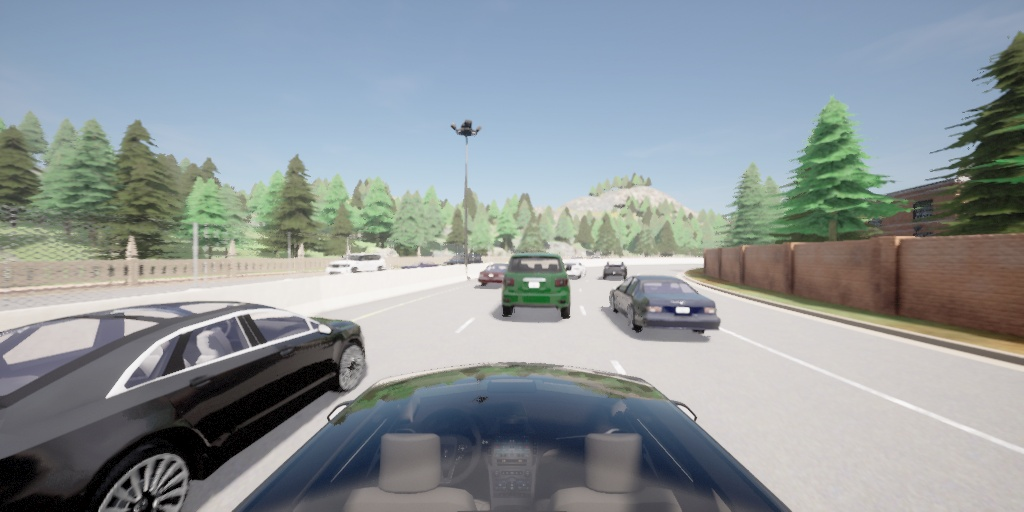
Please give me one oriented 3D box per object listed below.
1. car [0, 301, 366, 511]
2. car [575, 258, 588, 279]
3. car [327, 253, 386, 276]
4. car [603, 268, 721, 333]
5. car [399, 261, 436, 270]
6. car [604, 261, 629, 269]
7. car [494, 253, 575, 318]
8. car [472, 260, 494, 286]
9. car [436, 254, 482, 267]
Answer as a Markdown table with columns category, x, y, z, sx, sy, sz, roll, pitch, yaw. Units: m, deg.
| category | x | y | z | sx | sy | sz | roll | pitch | yaw |
| --- | --- | --- | --- | --- | --- | --- | --- | --- | --- |
| car | -3.250 | 1.217 | 3.743 | 2.128 | 1.511 | 4.902 | 0 | 0 | 1 |
| car | 5.225 | 1.142 | 30.751 | 1.812 | 1.442 | 4.674 | 0 | 0 | 19 |
| car | -13.231 | 0.760 | 30.909 | 2.150 | 2.045 | 5.566 | 0 | 0 | 16 |
| car | 4.187 | 1.267 | 10.683 | 2.033 | 1.411 | 5.357 | 0 | 0 | 7 |
| car | -8.618 | 1.140 | 34.059 | 1.895 | 1.301 | 4.718 | 0 | 0 | 18 |
| car | 8.873 | 1.125 | 30.555 | 2.128 | 1.511 | 4.902 | 0 | 0 | 19 |
| car | 0.986 | 0.915 | 13.008 | 2.150 | 2.045 | 5.566 | 0 | 0 | 7 |
| car | -0.623 | 1.178 | 23.373 | 2.033 | 1.411 | 5.357 | 0 | 0 | 14 |
| car | -4.686 | 0.776 | 34.758 | 2.150 | 2.045 | 5.566 | 0 | 0 | 19 |
